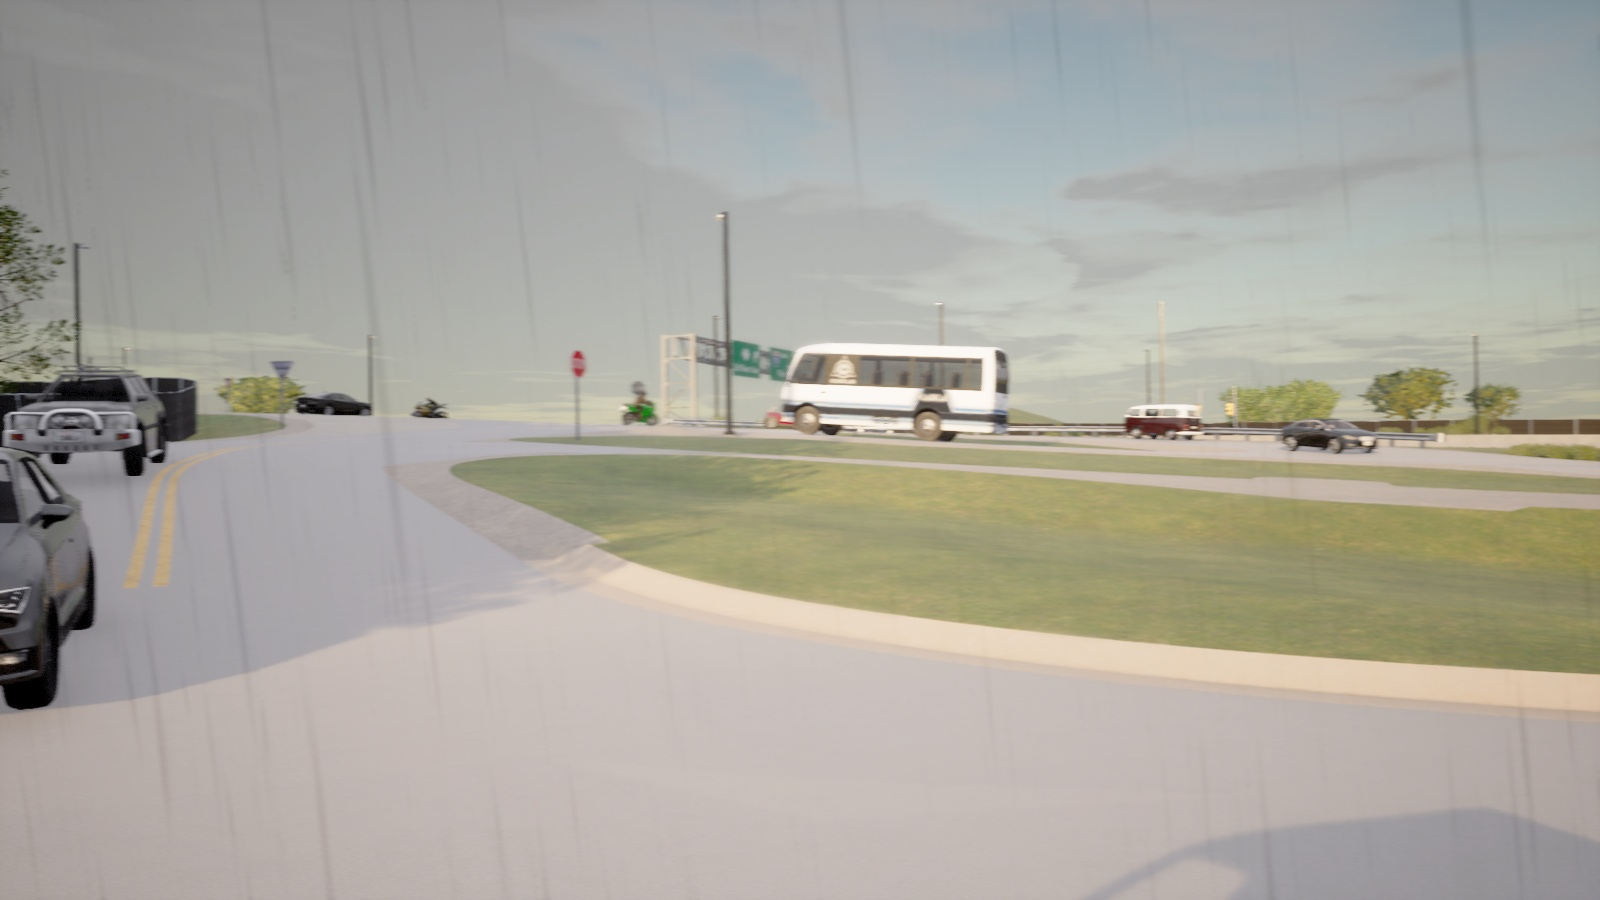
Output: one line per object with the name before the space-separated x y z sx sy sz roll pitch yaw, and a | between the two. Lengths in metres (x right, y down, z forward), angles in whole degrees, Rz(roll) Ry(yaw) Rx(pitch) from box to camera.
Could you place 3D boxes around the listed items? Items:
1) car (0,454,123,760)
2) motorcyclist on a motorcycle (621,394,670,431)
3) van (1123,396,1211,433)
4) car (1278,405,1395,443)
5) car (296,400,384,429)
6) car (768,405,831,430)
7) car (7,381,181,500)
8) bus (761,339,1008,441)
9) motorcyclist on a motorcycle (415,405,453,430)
car | -5.632 0.855 8.224 1.816 1.474 4.193 -2 2 -25
motorcyclist on a motorcycle | -6.639 -1.606 54.003 0.797 1.523 2.044 5 4 41
van | 20.962 -2.034 71.872 2.069 2.038 4.480 -1 2 -36
car | 23.617 -1.187 55.526 2.128 1.511 4.902 -2 3 -16
car | -27.160 -2.057 74.316 1.882 1.535 5.008 -1 0 25
car | -0.013 -1.997 78.002 3.806 1.475 1.970 1 0 2
car | -12.500 -0.290 22.551 1.932 1.855 4.605 -2 4 -20
bus | 3.783 -2.711 56.751 10.273 4.253 3.944 2 1 23
motorcyclist on a motorcycle | -22.750 -1.994 78.070 2.191 1.530 0.866 0 0 -13
